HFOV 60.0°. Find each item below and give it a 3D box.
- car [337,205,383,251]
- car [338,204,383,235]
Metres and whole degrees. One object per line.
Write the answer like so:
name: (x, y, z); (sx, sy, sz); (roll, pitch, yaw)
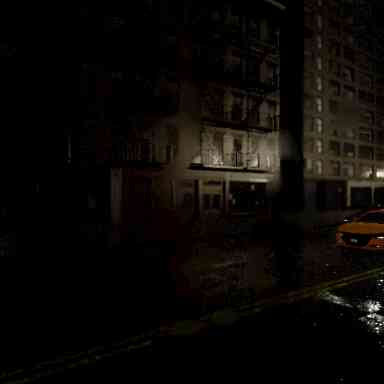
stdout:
car: (7.773, 1.440, 13.225); (5.008, 1.535, 1.882); (0, 0, -35)
car: (11.073, 1.493, 19.569); (5.357, 1.411, 2.033); (0, 0, -35)
